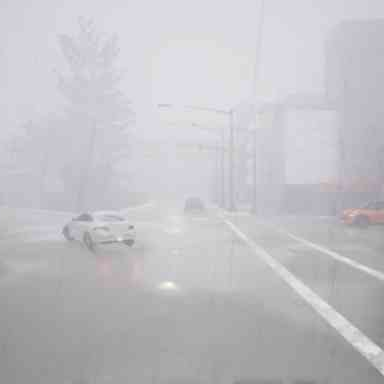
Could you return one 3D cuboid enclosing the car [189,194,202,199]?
[{"bbox_3d":[0.936,1.267,95.422,2.038,1.542,4.974,0,0,-20],"label":"car"}]

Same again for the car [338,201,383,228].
[{"bbox_3d":[12.002,1.386,21.669,4.553,1.767,2.097,0,0,0],"label":"car"}]

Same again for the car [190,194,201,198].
[{"bbox_3d":[0.918,1.109,95.471,1.853,1.218,4.536,0,0,-20],"label":"car"}]

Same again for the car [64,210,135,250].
[{"bbox_3d":[-4.045,1.513,14.343,1.812,1.442,4.674,1,0,-35],"label":"car"}]

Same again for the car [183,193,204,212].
[{"bbox_3d":[0.274,1.277,38.381,2.097,1.767,4.553,0,0,0],"label":"car"}]
